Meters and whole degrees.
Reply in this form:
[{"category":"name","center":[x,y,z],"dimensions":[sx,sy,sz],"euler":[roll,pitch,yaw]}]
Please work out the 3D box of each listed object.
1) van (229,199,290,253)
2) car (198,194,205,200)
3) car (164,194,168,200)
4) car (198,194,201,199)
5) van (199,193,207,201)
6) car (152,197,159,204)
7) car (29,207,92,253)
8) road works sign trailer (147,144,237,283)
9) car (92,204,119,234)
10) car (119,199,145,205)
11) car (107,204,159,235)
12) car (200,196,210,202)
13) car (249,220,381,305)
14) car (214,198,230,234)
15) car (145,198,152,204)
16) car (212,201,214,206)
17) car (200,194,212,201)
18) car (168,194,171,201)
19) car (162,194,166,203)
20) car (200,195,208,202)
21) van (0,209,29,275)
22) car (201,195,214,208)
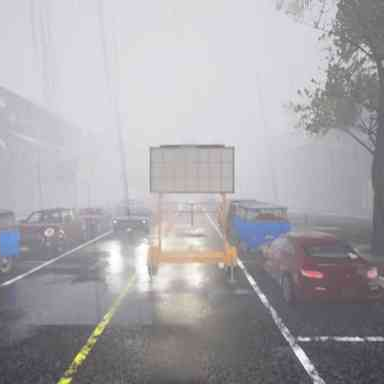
[{"category":"van","center":[2.674,1.312,13.305],"dimensions":[1.690,1.788,3.998],"euler":[-1,0,0]},{"category":"car","center":[2.619,1.323,91.152],"dimensions":[1.752,1.417,4.829],"euler":[-1,0,0]},{"category":"car","center":[-5.737,1.455,57.684],"dimensions":[1.802,1.307,4.206],"euler":[-1,0,0]},{"category":"car","center":[2.641,1.188,57.692],"dimensions":[2.192,1.841,5.009],"euler":[-1,0,0]},{"category":"van","center":[2.625,1.164,79.885],"dimensions":[1.690,1.788,3.998],"euler":[-1,0,0]},{"category":"car","center":[-5.728,1.480,46.587],"dimensions":[1.802,1.307,4.206],"euler":[-1,0,0]},{"category":"car","center":[-5.705,1.411,13.297],"dimensions":[1.967,1.590,4.097],"euler":[-1,0,0]},{"category":"road works sign trailer","center":[0.003,0.443,9.581],"dimensions":[2.380,3.560,2.880],"euler":[0,0,0]},{"category":"car","center":[-5.708,1.504,18.846],"dimensions":[1.887,1.381,4.507],"euler":[-1,0,0]},{"category":"car","center":[-5.718,1.375,29.942],"dimensions":[1.967,1.590,4.097],"euler":[-1,0,0]},{"category":"car","center":[-3.116,1.560,18.740],"dimensions":[1.895,1.301,4.718],"euler":[0,0,0]},{"category":"car","center":[2.636,1.430,68.789],"dimensions":[1.802,1.307,4.206],"euler":[-1,0,0]},{"category":"car","center":[2.681,1.565,7.757],"dimensions":[1.802,1.307,4.206],"euler":[-1,0,0]},{"category":"car","center":[2.670,1.274,18.853],"dimensions":[2.192,1.841,5.009],"euler":[-1,0,0]},{"category":"car","center":[-5.720,1.467,35.490],"dimensions":[1.887,1.381,4.507],"euler":[-1,0,0]},{"category":"car","center":[2.668,1.529,24.402],"dimensions":[1.802,1.307,4.206],"euler":[-1,0,0]},{"category":"car","center":[2.648,1.411,52.313],"dimensions":[1.752,1.417,4.829],"euler":[-1,0,0]},{"category":"car","center":[-5.751,1.151,74.328],"dimensions":[2.192,1.841,5.009],"euler":[-1,0,0]},{"category":"car","center":[-5.733,1.436,52.135],"dimensions":[2.008,1.369,4.403],"euler":[-1,0,0]},{"category":"car","center":[2.631,1.361,74.507],"dimensions":[1.752,1.417,4.829],"euler":[-1,0,0]},{"category":"van","center":[-5.702,1.324,7.748],"dimensions":[1.690,1.788,3.998],"euler":[-1,0,0]},{"category":"car","center":[2.652,1.464,46.595],"dimensions":[1.947,1.339,4.313],"euler":[-1,0,0]}]
